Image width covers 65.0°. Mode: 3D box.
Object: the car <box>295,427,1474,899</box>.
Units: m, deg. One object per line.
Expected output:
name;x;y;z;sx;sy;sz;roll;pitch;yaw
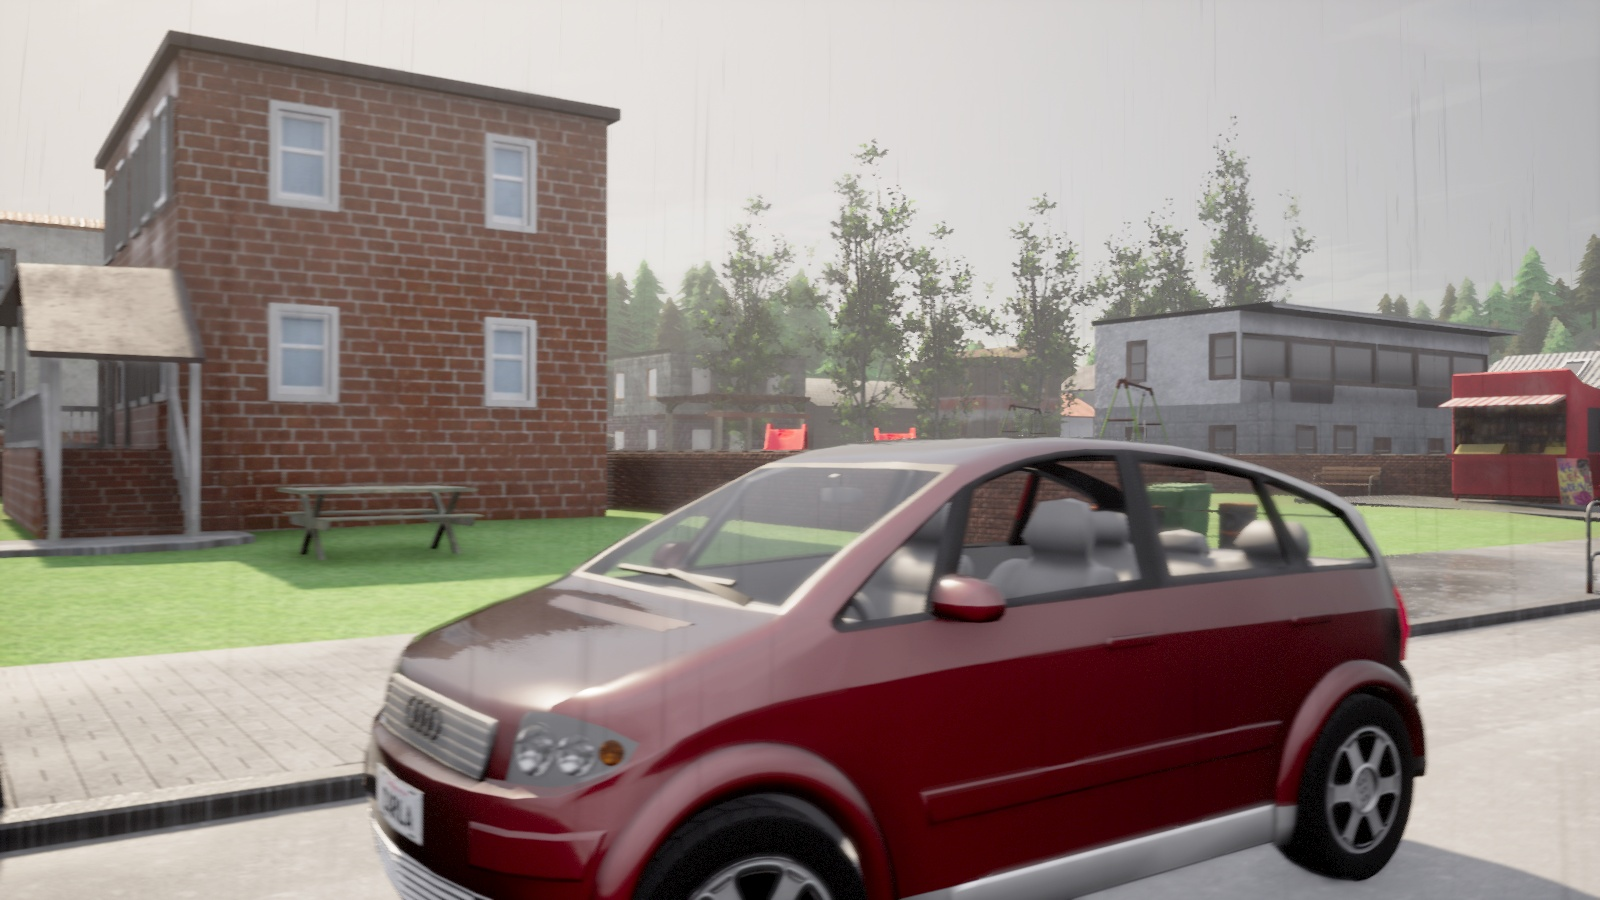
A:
car;0.440;0.733;4.283;3.705;1.549;1.789;0;0;-35
